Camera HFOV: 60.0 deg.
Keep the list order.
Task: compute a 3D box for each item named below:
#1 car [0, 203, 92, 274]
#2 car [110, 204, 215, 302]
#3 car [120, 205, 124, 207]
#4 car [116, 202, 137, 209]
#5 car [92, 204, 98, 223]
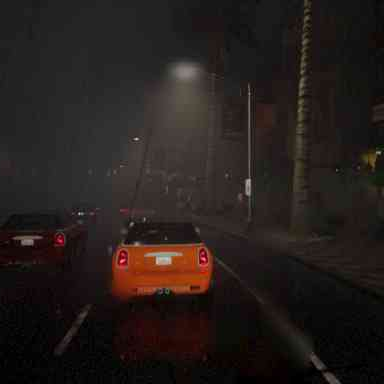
[{"bbox_3d":[-4.714,1.353,10.862,2.097,1.767,4.553,0,0,-10],"label":"car"},{"bbox_3d":[-0.796,1.353,8.546,2.097,1.767,4.553,0,0,-7],"label":"car"},{"bbox_3d":[-2.791,1.602,18.280,1.895,1.301,4.718,0,0,-14],"label":"car"},{"bbox_3d":[-5.162,1.527,27.075,1.812,1.442,4.674,0,0,-15],"label":"car"},{"bbox_3d":[-8.172,1.549,25.218,2.033,1.411,5.357,0,0,-15],"label":"car"}]
